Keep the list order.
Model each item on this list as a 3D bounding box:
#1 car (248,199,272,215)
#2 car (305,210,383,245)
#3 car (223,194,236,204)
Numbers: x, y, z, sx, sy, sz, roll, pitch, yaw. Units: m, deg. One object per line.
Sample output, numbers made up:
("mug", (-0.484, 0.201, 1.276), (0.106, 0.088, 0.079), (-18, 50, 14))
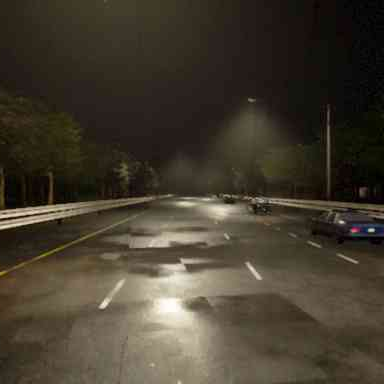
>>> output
("car", (6.990, 1.494, 34.507), (2.128, 1.511, 4.902), (0, 0, 0))
("car", (6.995, 1.548, 15.483), (2.033, 1.411, 5.357), (0, 0, 0))
("car", (7.015, 1.596, 63.706), (1.994, 1.385, 4.181), (0, 0, 0))
